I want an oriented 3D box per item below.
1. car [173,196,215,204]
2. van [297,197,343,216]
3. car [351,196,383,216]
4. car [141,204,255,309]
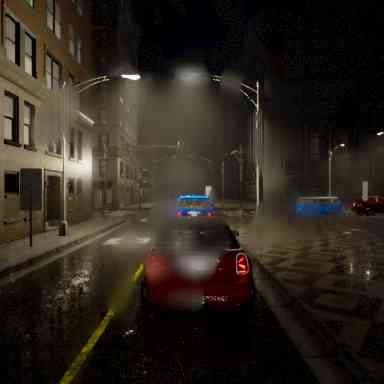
[{"bbox_3d":[0.114,1.209,18.308,2.150,2.045,5.566,0,0,0],"label":"car"},{"bbox_3d":[11.749,1.350,30.736,3.998,1.788,1.690,0,0,-1],"label":"van"},{"bbox_3d":[17.390,1.323,30.818,5.009,1.841,2.192,0,0,-1],"label":"car"},{"bbox_3d":[0.108,1.347,7.989,2.097,1.767,4.553,0,0,0],"label":"car"}]
